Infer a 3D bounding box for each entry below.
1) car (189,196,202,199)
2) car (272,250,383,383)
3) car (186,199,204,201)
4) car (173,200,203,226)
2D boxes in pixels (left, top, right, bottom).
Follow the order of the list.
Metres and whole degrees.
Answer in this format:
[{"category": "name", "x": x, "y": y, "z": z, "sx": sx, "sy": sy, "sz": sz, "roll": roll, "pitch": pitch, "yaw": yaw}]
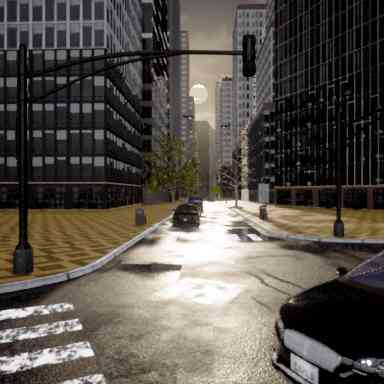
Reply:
[{"category": "car", "x": 0.469, "y": 1.552, "z": 46.254, "sx": 2.150, "sy": 2.045, "sz": 5.566, "roll": 0, "pitch": 0, "yaw": 2}, {"category": "car", "x": 3.307, "y": 1.511, "z": 4.463, "sx": 4.902, "sy": 1.511, "sz": 2.128, "roll": 0, "pitch": 0, "yaw": -27}, {"category": "car", "x": 0.048, "y": 1.775, "z": 35.602, "sx": 1.812, "sy": 1.442, "sz": 4.674, "roll": 0, "pitch": 0, "yaw": 2}, {"category": "car", "x": -0.358, "y": 1.653, "z": 25.391, "sx": 1.882, "sy": 1.535, "sz": 5.008, "roll": 0, "pitch": 0, "yaw": 2}]
